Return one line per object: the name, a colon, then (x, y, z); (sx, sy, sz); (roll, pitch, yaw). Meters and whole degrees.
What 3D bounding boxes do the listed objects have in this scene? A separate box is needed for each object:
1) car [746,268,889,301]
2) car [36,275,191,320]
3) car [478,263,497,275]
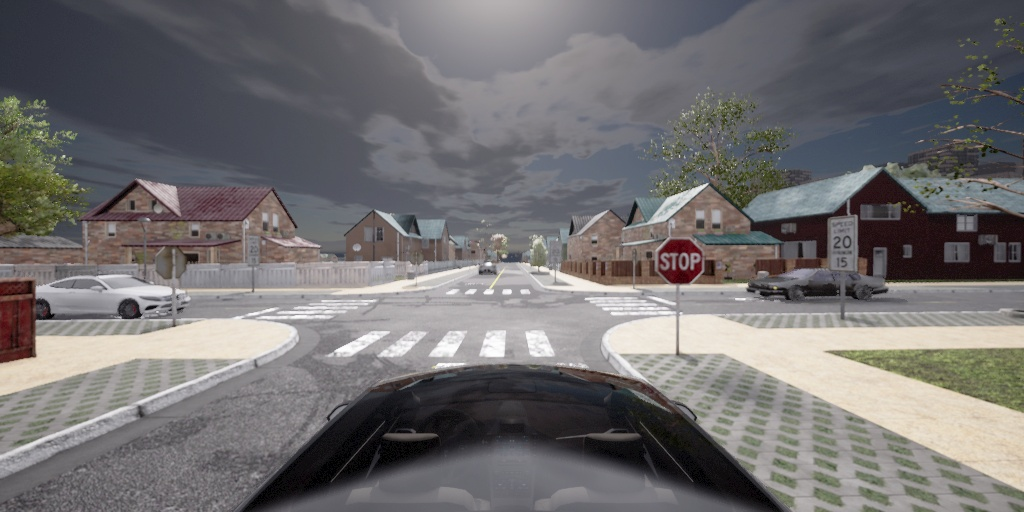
car: (13.753, 1.238, 16.265); (5.357, 1.411, 2.033); (0, 0, -2)
car: (-14.146, 1.382, 12.612); (4.674, 1.442, 1.812); (0, 0, -1)
car: (-2.739, 1.461, 41.181); (1.994, 1.385, 4.181); (0, 0, 0)
